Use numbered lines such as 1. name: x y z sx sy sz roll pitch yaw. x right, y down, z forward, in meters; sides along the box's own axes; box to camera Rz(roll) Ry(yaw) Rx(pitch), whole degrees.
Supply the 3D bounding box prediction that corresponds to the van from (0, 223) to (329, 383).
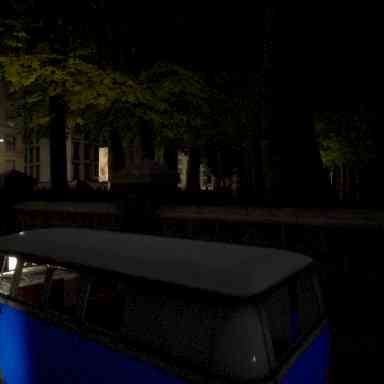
1. van: -0.719 1.341 3.374 3.998 1.788 1.690 0 0 36
